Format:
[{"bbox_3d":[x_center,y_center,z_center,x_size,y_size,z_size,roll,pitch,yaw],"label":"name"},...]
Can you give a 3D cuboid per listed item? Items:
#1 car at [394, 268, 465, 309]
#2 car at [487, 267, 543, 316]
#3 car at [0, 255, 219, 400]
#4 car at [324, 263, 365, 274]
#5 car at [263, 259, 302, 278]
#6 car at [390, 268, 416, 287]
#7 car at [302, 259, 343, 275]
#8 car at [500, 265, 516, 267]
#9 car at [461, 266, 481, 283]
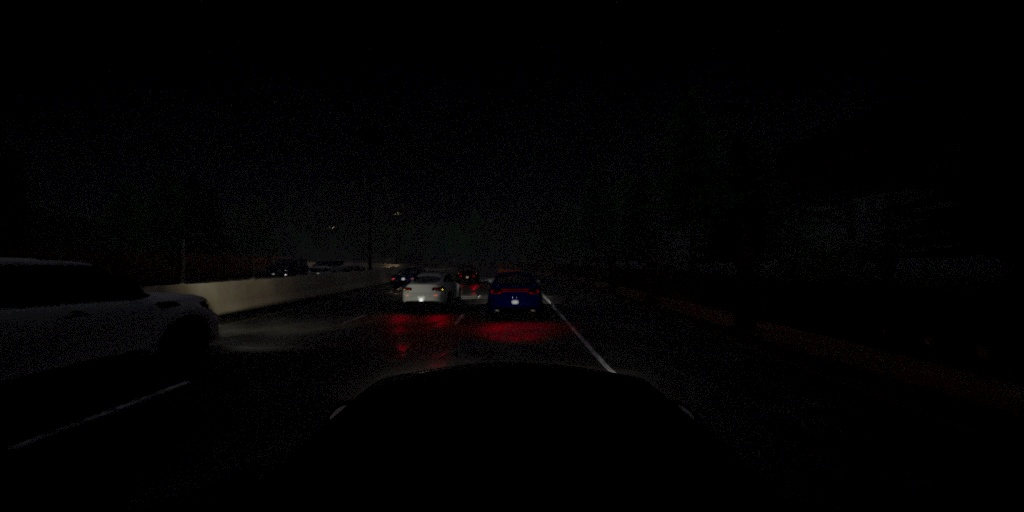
[{"bbox_3d":[-3.413,1.421,15.762,1.812,1.442,4.674,0,-1,0],"label":"car"},{"bbox_3d":[0.102,1.355,13.988,1.882,1.535,5.008,0,-1,0],"label":"car"},{"bbox_3d":[-6.901,1.003,4.728,2.150,2.045,5.566,0,-1,0],"label":"car"},{"bbox_3d":[-14.457,1.614,32.251,2.033,1.411,5.357,0,-1,-4],"label":"car"},{"bbox_3d":[-21.907,1.320,35.145,2.150,2.045,5.566,0,-1,-7],"label":"car"},{"bbox_3d":[-6.978,1.542,25.306,2.033,1.411,5.357,0,-1,-1],"label":"car"},{"bbox_3d":[-18.520,1.331,36.158,2.150,2.045,5.566,0,-1,-8],"label":"car"},{"bbox_3d":[-0.383,1.543,32.176,1.882,1.535,5.008,0,-1,-5],"label":"car"},{"bbox_3d":[-3.859,1.585,31.655,1.812,1.442,4.674,0,-1,-5],"label":"car"}]
